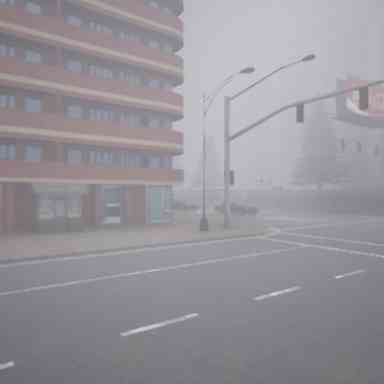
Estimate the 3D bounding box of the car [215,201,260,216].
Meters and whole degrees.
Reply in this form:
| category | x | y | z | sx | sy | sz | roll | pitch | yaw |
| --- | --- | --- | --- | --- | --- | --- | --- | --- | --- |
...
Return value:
| category | x | y | z | sx | sy | sz | roll | pitch | yaw |
| --- | --- | --- | --- | --- | --- | --- | --- | --- | --- |
| car | 4.447 | 1.599 | 32.935 | 1.895 | 1.301 | 4.718 | 0 | 0 | -36 |

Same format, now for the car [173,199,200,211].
| category | x | y | z | sx | sy | sz | roll | pitch | yaw |
| --- | --- | --- | --- | --- | --- | --- | --- | --- | --- |
| car | -1.284 | 1.545 | 40.859 | 2.033 | 1.411 | 5.357 | 0 | 0 | -36 |
